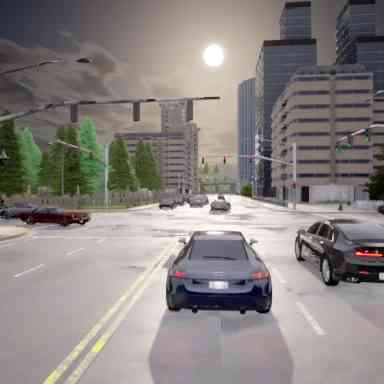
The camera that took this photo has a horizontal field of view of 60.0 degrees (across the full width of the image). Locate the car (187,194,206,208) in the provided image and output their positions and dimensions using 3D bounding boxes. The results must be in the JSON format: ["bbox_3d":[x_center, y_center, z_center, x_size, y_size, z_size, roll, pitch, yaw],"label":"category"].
[{"bbox_3d":[0.704,1.503,48.922,1.837,1.490,4.892,0,0,5],"label":"car"}]

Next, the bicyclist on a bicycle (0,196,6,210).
[{"bbox_3d":[-22.317,1.299,38.934,0.582,1.620,1.656,0,0,5],"label":"bicyclist on a bicycle"}]

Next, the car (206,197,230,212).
[{"bbox_3d":[3.287,1.562,38.362,1.994,1.385,4.181,0,0,13],"label":"car"}]

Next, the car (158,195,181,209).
[{"bbox_3d":[-3.163,1.545,44.708,2.033,1.411,5.357,0,0,5],"label":"car"}]

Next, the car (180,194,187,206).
[{"bbox_3d":[-2.315,1.545,54.747,2.033,1.411,5.357,0,0,5],"label":"car"}]

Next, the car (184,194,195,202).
[{"bbox_3d":[-0.538,1.352,74.836,2.097,1.767,4.553,0,0,5],"label":"car"}]

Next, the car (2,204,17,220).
[{"bbox_3d":[-13.180,1.563,27.156,4.181,1.385,1.994,0,0,5],"label":"car"}]

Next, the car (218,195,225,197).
[{"bbox_3d":[7.408,1.496,85.820,1.837,1.490,4.892,0,0,5],"label":"car"}]

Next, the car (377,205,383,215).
[{"bbox_3d":[20.362,1.476,31.592,5.008,1.535,1.882,0,0,5],"label":"car"}]

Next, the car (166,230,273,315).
[{"bbox_3d":[0.597,1.564,7.699,1.994,1.385,4.181,0,0,4],"label":"car"}]

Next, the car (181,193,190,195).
[{"bbox_3d":[-1.416,1.219,64.884,2.150,2.045,5.566,0,0,5],"label":"car"}]

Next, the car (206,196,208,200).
[{"bbox_3d":[1.484,1.349,58.013,2.097,1.767,4.553,0,0,5],"label":"car"}]

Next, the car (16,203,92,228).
[{"bbox_3d":[-9.076,1.600,22.237,4.718,1.301,1.895,0,0,24],"label":"car"}]

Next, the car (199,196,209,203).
[{"bbox_3d":[2.424,1.502,68.383,1.837,1.490,4.892,0,0,5],"label":"car"}]

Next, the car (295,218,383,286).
[{"bbox_3d":[4.230,1.504,9.317,1.837,1.490,4.892,0,0,4],"label":"car"}]
